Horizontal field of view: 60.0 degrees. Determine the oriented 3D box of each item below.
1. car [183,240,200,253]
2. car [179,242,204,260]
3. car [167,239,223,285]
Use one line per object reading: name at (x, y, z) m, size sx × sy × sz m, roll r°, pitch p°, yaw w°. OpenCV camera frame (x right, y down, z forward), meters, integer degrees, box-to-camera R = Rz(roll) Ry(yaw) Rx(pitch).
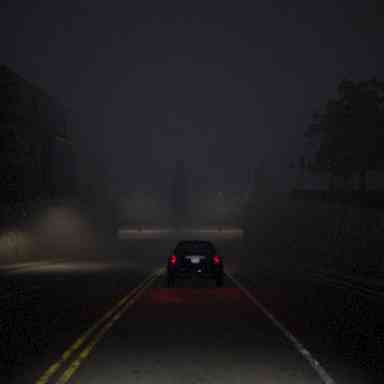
car at (-0.053, 6.857, 42.181) m, size 1.994 × 1.385 × 4.181 m, roll 0°, pitch -5°, yaw 0°
car at (-0.041, 5.374, 30.713) m, size 2.033 × 1.411 × 5.357 m, roll 0°, pitch -8°, yaw 0°
car at (0.104, 2.806, 14.143) m, size 2.097 × 1.767 × 4.553 m, roll 0°, pitch -8°, yaw 0°
